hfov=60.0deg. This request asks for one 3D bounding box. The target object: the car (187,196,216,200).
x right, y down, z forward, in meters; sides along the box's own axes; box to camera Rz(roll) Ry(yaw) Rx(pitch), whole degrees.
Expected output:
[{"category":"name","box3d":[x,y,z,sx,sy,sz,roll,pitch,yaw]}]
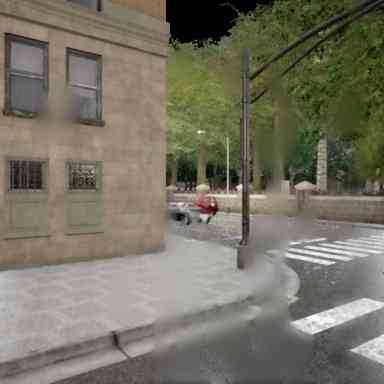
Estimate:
[{"category":"car","box3d":[0.507,1.285,31.760,2.192,1.841,5.009,0,0,-35]}]

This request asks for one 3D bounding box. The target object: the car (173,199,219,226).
[{"category":"car","box3d":[-0.587,1.472,23.201,2.128,1.511,4.902,0,0,-35]}]

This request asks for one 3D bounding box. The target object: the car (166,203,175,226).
[{"category":"car","box3d":[-3.260,1.544,22.222,1.947,1.339,4.313,0,0,-35]}]
